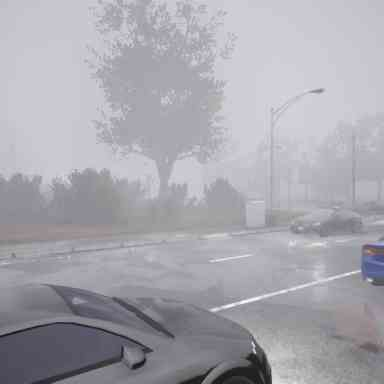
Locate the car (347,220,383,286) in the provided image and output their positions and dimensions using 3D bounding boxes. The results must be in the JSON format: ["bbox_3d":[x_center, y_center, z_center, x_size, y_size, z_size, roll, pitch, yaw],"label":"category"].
[{"bbox_3d":[6.126,1.478,8.155,5.008,1.535,1.882,0,0,-36],"label":"car"}]

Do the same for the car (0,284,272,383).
[{"bbox_3d":[-1.251,1.564,2.856,4.181,1.385,1.994,0,0,-36],"label":"car"}]

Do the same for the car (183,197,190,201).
[{"bbox_3d":[-1.806,1.394,67.682,1.837,1.490,4.892,0,0,-35],"label":"car"}]

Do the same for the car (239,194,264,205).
[{"bbox_3d":[7.279,1.210,47.823,2.150,2.045,5.566,0,0,-33],"label":"car"}]

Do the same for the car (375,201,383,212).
[{"bbox_3d":[19.874,1.601,35.231,1.895,1.301,4.718,0,0,-37],"label":"car"}]

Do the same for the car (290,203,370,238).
[{"bbox_3d":[7.276,1.526,17.770,4.674,1.442,1.812,0,0,-35],"label":"car"}]

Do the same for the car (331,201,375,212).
[{"bbox_3d":[15.706,1.601,34.234,1.895,1.301,4.718,0,0,-30],"label":"car"}]

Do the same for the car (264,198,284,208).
[{"bbox_3d":[11.145,1.483,48.273,2.128,1.511,4.902,0,0,-33],"label":"car"}]
